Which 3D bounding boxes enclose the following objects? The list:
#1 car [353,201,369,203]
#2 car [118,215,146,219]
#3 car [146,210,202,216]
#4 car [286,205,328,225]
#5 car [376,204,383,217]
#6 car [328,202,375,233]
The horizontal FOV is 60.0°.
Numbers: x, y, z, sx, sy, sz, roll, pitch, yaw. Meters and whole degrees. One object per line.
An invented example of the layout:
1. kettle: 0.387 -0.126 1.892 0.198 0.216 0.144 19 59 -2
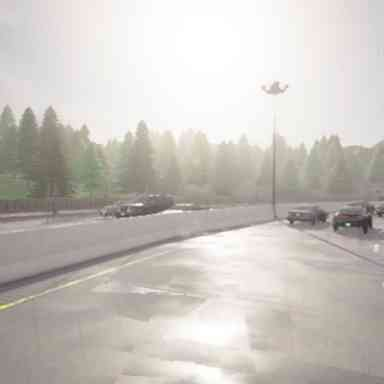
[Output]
1. car: 18.868 1.726 37.006 1.837 1.490 4.892 0 0 44
2. car: -3.453 1.220 25.935 2.150 2.045 5.566 0 0 32
3. car: -0.604 1.570 23.934 2.033 1.411 5.357 0 0 32
4. car: 8.779 1.660 25.049 2.033 1.411 5.357 0 0 35
5. car: 20.139 1.776 33.416 2.033 1.411 5.357 0 0 44
6. car: 10.148 1.623 20.842 1.837 1.490 4.892 0 -1 33
